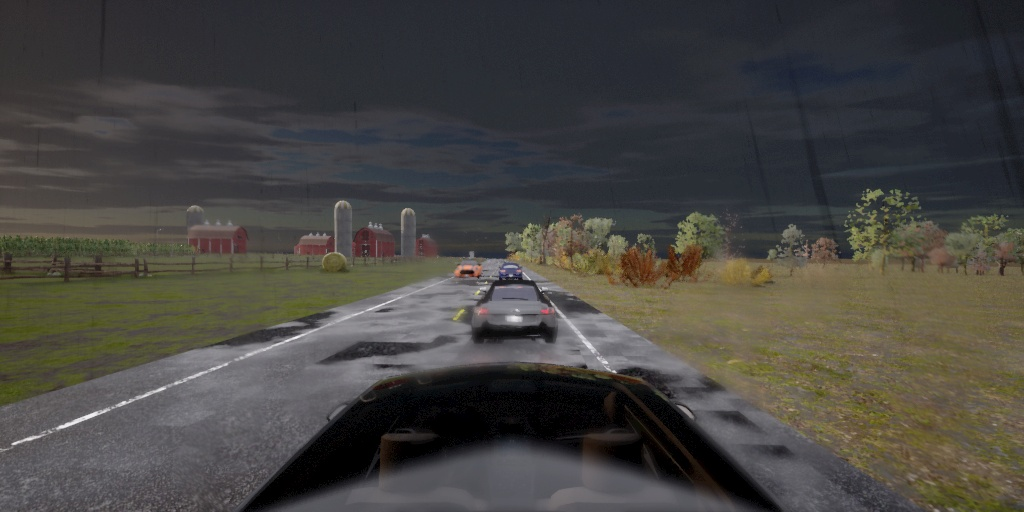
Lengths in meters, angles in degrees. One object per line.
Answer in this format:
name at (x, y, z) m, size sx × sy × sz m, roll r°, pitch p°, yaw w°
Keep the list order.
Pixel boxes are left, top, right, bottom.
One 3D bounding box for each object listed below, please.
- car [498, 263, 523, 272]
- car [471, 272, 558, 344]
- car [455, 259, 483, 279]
car at (-0.117, 1.274, 29.033) m, size 1.812 × 1.442 × 4.674 m, roll 0°, pitch 0°, yaw -1°
car at (0.058, 1.313, 9.640) m, size 1.994 × 1.385 × 4.181 m, roll 0°, pitch 0°, yaw 0°
car at (-3.852, 1.102, 32.680) m, size 2.097 × 1.767 × 4.553 m, roll 0°, pitch 0°, yaw -1°
